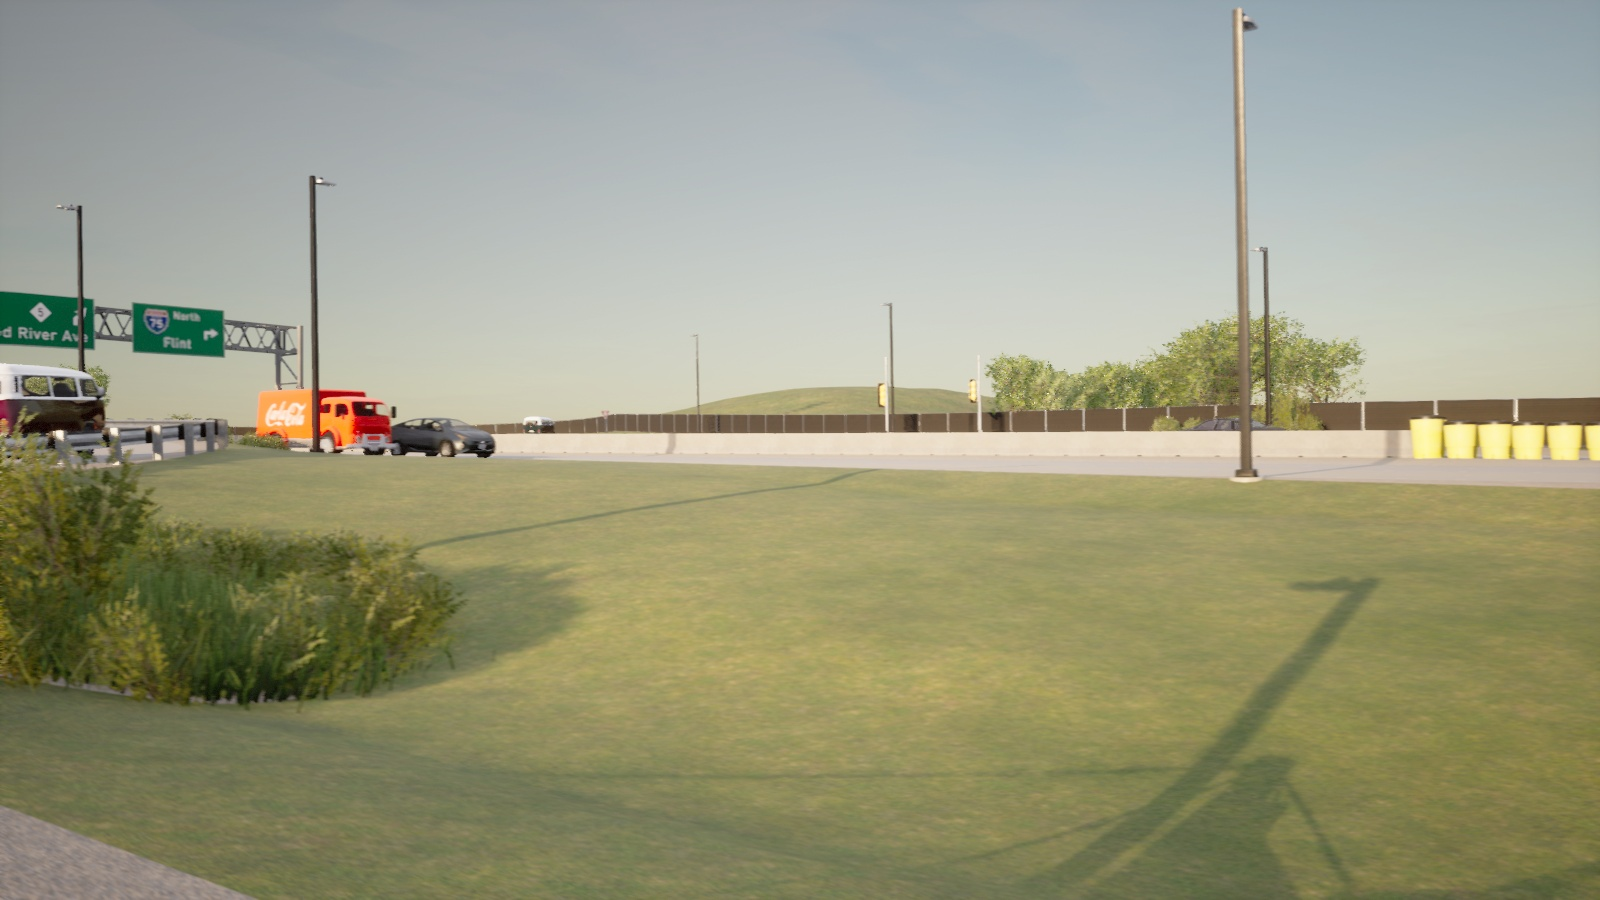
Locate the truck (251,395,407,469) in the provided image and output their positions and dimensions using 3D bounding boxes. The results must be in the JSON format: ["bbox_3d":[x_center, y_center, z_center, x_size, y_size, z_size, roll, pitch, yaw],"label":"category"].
[{"bbox_3d":[-16.767,-0.602,44.613,5.204,2.467,2.627,-1,1,34],"label":"truck"}]

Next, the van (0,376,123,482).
[{"bbox_3d":[-16.341,-0.476,26.468,2.069,2.038,4.480,-2,2,-7],"label":"van"}]

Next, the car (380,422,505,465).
[{"bbox_3d":[-13.251,-0.237,46.459,4.514,1.525,2.007,-1,1,34],"label":"car"}]

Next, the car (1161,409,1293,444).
[{"bbox_3d":[18.388,-1.020,54.351,2.033,1.411,5.357,-2,1,-31],"label":"car"}]
